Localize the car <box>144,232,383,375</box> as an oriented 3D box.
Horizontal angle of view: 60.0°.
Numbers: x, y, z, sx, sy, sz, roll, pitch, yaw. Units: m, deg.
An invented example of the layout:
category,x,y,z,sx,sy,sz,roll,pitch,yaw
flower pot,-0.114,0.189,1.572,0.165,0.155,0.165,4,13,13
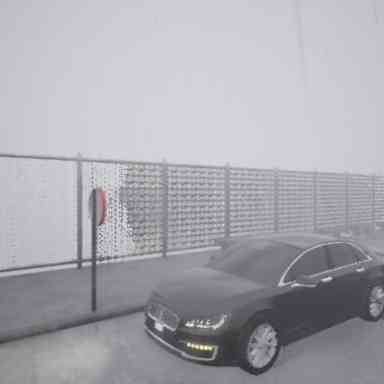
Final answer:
category,x,y,z,sx,sy,sz,roll,pitch,yaw
car,1.557,1.514,5.705,4.892,1.490,1.837,1,0,-35
